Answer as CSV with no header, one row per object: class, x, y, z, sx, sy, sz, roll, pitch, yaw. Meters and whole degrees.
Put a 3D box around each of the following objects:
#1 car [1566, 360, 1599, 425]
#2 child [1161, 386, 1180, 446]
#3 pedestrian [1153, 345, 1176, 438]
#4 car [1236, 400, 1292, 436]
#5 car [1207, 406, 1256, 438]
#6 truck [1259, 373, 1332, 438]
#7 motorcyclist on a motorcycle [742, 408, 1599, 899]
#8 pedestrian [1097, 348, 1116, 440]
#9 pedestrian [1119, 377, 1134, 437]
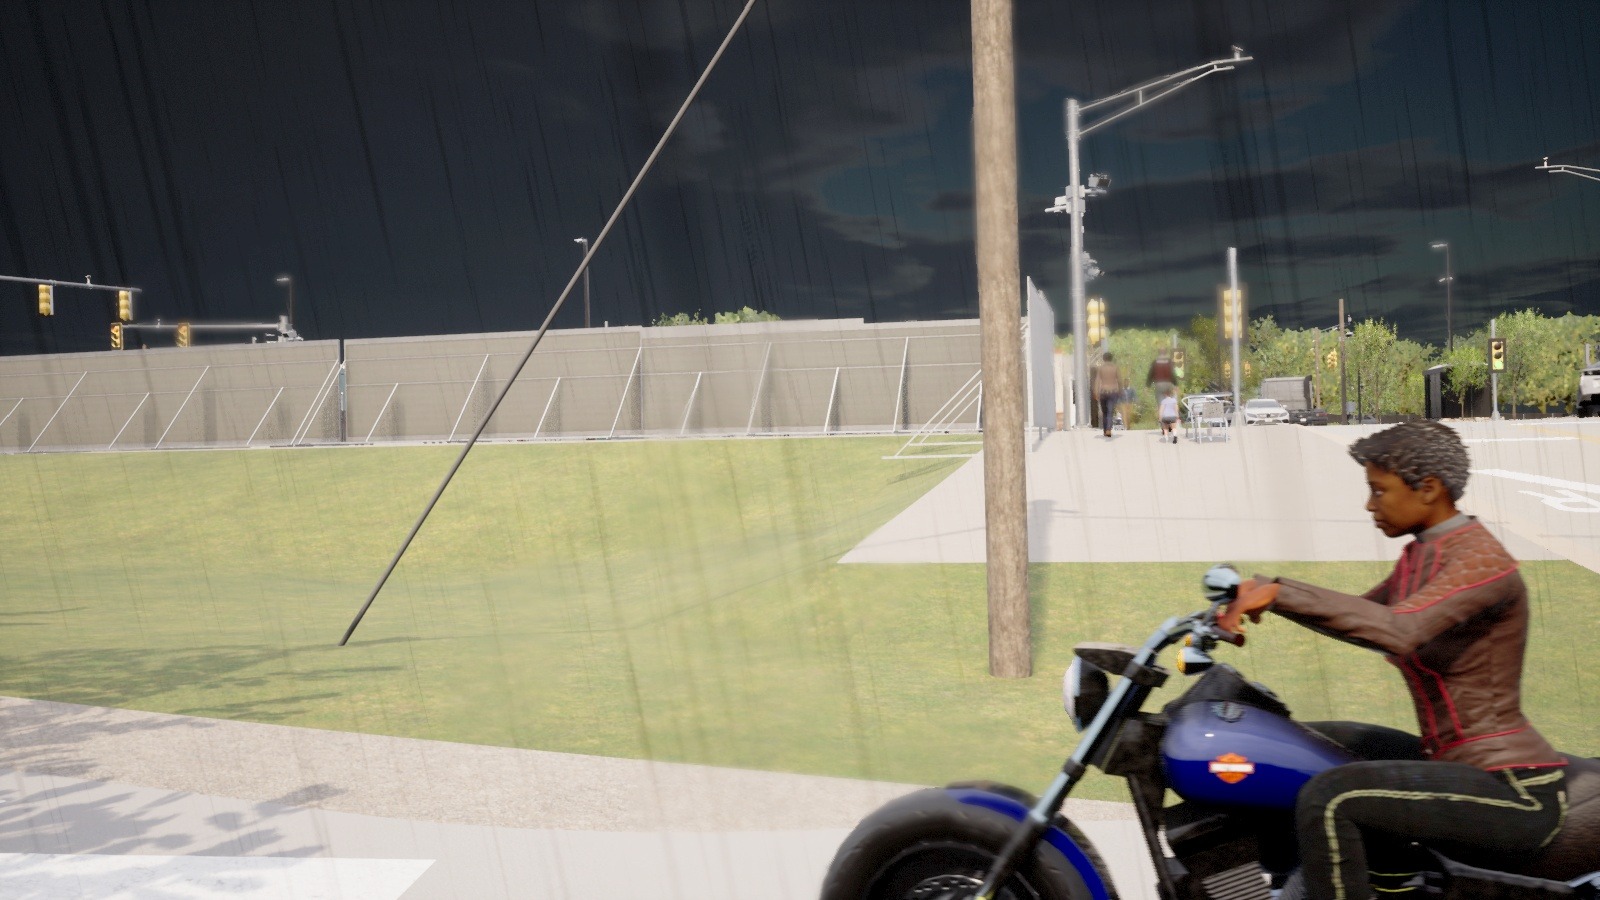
car,21.380,-1.447,32.253,2.007,1.525,4.514,-1,-1,43
child,7.022,-0.640,23.796,0.255,1.110,0.394,-1,0,6
pedestrian,7.462,-1.182,25.683,0.376,1.854,0.720,-1,0,20
car,20.673,-1.396,56.105,1.812,1.442,4.674,-1,0,14
car,24.702,-1.590,72.029,2.242,1.667,4.611,-1,0,14
truck,28.993,-2.507,73.827,2.891,3.462,7.936,-1,0,14
motorcyclist on a motorcycle,1.106,0.749,2.859,2.350,1.649,0.766,0,-1,12
pedestrian,6.197,-1.110,25.350,0.328,1.805,0.869,-1,0,15
pedestrian,10.640,-1.387,40.893,0.423,1.949,0.788,-1,0,17
